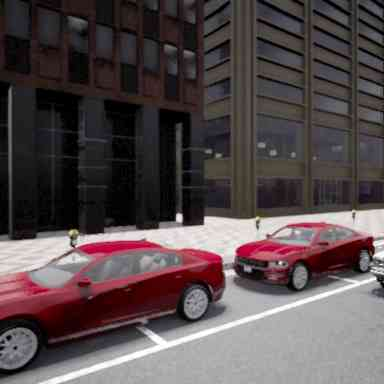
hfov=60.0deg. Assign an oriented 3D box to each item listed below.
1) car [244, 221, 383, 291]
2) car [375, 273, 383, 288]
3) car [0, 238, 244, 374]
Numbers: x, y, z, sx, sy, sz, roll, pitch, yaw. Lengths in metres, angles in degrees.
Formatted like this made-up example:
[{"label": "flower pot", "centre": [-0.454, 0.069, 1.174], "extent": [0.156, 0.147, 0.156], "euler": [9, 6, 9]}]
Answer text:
[{"label": "car", "centre": [3.096, 1.494, 8.852], "extent": [4.507, 1.381, 1.887], "euler": [0, 0, -35]}, {"label": "car", "centre": [6.183, 1.537, 7.788], "extent": [4.718, 1.301, 1.895], "euler": [0, 0, -36]}, {"label": "car", "centre": [-1.466, 1.532, 5.599], "extent": [4.507, 1.381, 1.887], "euler": [0, 0, -35]}]
